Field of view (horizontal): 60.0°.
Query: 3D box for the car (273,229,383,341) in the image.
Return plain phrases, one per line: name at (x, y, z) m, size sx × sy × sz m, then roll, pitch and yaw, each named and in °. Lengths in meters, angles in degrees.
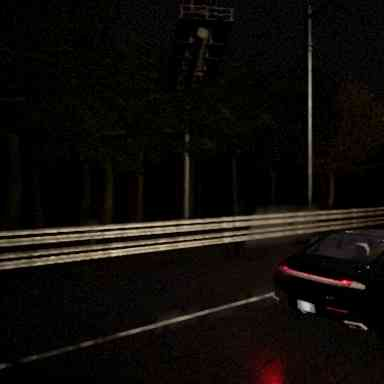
car at (3.673, 1.478, 6.364) m, size 4.902 × 1.511 × 2.128 m, roll 0°, pitch 0°, yaw -35°
